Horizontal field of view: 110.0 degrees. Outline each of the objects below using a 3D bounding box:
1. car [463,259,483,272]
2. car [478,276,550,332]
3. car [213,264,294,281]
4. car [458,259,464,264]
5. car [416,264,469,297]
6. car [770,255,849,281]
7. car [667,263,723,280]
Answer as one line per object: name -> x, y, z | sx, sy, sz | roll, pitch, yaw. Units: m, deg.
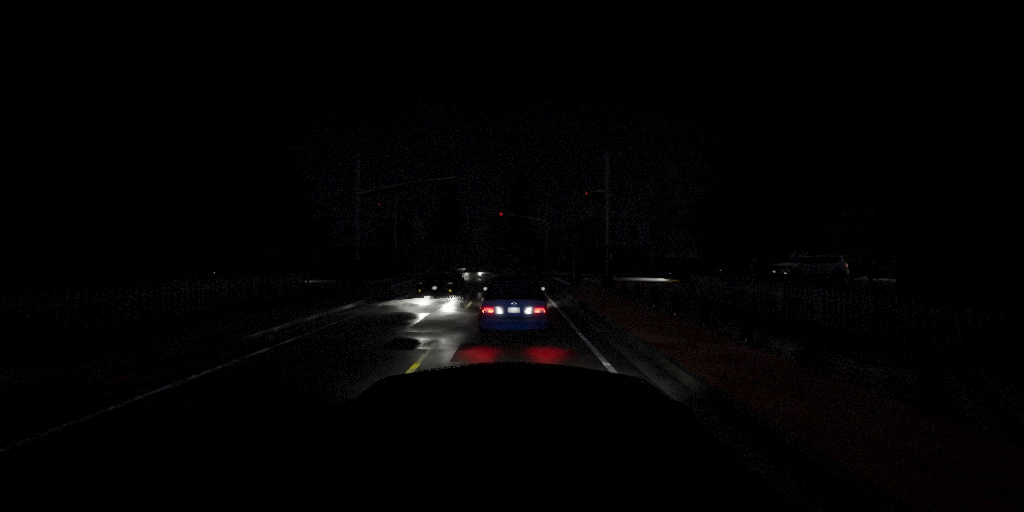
car -> -4.780, 1.208, 44.704 | 1.837, 1.490, 4.892 | 0, 0, -6
car -> 0.062, 1.295, 10.777 | 2.033, 1.411, 5.357 | 0, 0, 0
car -> -19.844, 1.275, 27.518 | 5.357, 1.411, 2.033 | 0, 0, 2
car -> -7.789, 1.247, 59.548 | 2.033, 1.411, 5.357 | 0, 0, -19
car -> -3.657, 1.309, 18.863 | 1.994, 1.385, 4.181 | 0, 0, -1
car -> 24.674, 0.945, 29.915 | 5.566, 2.045, 2.150 | 0, 0, 1
car -> 15.313, 1.291, 30.194 | 4.181, 1.385, 1.994 | 0, 0, 2
